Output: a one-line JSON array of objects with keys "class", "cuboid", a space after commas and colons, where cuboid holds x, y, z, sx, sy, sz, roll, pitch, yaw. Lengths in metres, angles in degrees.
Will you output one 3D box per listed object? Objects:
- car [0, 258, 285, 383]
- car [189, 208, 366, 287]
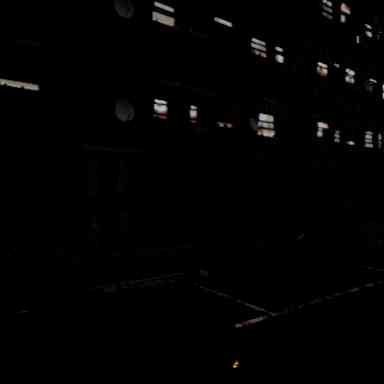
[{"class": "car", "cuboid": [-1.662, 1.525, 2.192, 4.674, 1.442, 1.812, 0, 0, -35]}, {"class": "car", "cuboid": [2.292, 1.359, 8.209, 5.009, 1.841, 2.192, 0, -1, -35]}]
